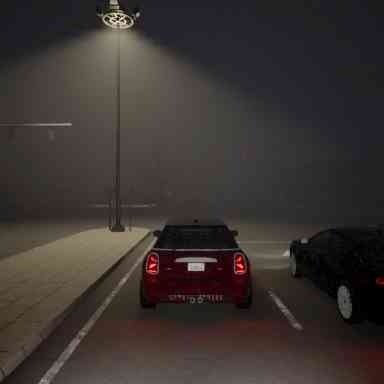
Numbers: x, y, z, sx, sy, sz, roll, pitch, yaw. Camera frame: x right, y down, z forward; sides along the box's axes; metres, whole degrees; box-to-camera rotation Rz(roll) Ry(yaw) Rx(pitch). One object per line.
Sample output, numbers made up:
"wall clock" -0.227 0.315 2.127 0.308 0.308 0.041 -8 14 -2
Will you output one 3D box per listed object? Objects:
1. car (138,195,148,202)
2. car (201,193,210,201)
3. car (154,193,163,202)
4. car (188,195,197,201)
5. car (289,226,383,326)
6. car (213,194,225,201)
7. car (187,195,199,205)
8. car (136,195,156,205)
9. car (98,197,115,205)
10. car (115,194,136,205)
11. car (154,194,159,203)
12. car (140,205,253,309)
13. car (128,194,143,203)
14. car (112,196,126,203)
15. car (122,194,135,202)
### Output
"car" -11.340 1.524 77.093 1.812 1.442 4.674 0 0 0
"car" 3.679 1.546 85.944 1.994 1.385 4.181 0 0 0
"car" -7.841 1.225 76.648 2.150 2.045 5.566 0 0 0
"car" 0.178 1.516 85.535 2.128 1.511 4.902 0 0 0
"car" 3.578 1.478 7.166 1.882 1.535 5.008 0 0 0
"car" 7.179 1.348 85.907 2.097 1.767 4.553 0 0 0
"car" 0.114 1.478 54.925 1.882 1.535 5.008 0 0 0
"car" -7.958 1.564 57.323 1.994 1.385 4.181 0 0 0
"car" -14.948 1.564 58.332 1.994 1.385 4.181 0 0 0
"car" -11.451 1.478 58.138 1.882 1.535 5.008 0 0 0
"car" -7.891 1.601 66.077 1.895 1.301 4.718 0 0 1
"car" 0.083 1.352 8.042 2.097 1.767 4.553 0 0 0
"car" -11.378 1.352 67.174 2.097 1.767 4.553 0 0 1
"car" -14.859 1.564 68.028 1.994 1.385 4.181 0 0 0
"car" -14.838 1.355 78.017 2.097 1.767 4.553 0 0 0
